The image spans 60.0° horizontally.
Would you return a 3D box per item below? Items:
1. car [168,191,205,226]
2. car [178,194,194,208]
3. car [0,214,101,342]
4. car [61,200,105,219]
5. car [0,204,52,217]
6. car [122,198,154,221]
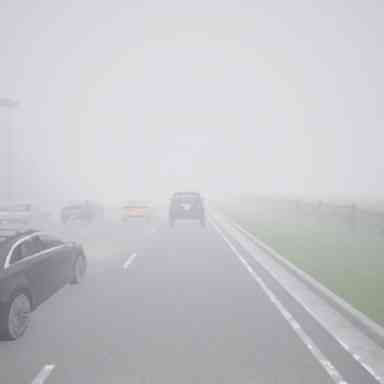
[{"bbox_3d":[-0.331,0.952,21.393,2.150,2.045,5.566,-1,1,-1],"label":"car"},{"bbox_3d":[-0.731,0.998,40.544,1.837,1.490,4.892,-1,1,-1],"label":"car"},{"bbox_3d":[-3.507,1.442,6.342,2.128,1.511,4.902,-1,1,-1],"label":"car"},{"bbox_3d":[-7.354,1.270,22.742,2.128,1.511,4.902,-1,1,-1],"label":"car"},{"bbox_3d":[-10.828,1.427,21.518,1.895,1.301,4.718,-1,1,-1],"label":"car"},{"bbox_3d":[-3.892,1.202,24.567,1.882,1.535,5.008,-1,1,-1],"label":"car"}]
